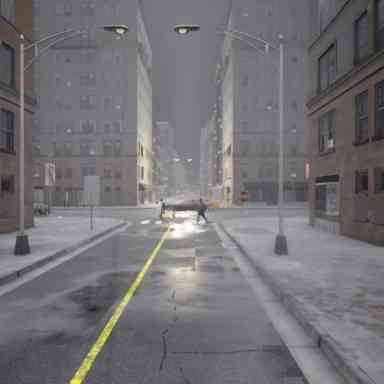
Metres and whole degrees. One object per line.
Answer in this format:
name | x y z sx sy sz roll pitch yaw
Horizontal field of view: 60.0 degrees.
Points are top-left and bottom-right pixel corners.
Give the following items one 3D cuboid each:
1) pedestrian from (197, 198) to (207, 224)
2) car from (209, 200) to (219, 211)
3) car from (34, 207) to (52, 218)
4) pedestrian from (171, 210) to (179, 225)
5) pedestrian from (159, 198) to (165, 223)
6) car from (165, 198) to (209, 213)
pedestrian | 0.698 1.293 23.142 0.375 1.860 0.375 0 0 0
car | 0.709 1.471 39.782 5.008 1.535 1.882 0 0 0
car | -15.160 1.626 29.834 4.718 1.301 1.895 0 0 0
pedestrian | -1.226 1.673 22.546 0.500 1.100 0.500 0 0 0
pedestrian | -2.104 1.293 23.747 0.375 1.860 0.375 0 0 0
car | -0.767 1.598 36.533 4.718 1.301 1.895 0 0 0
